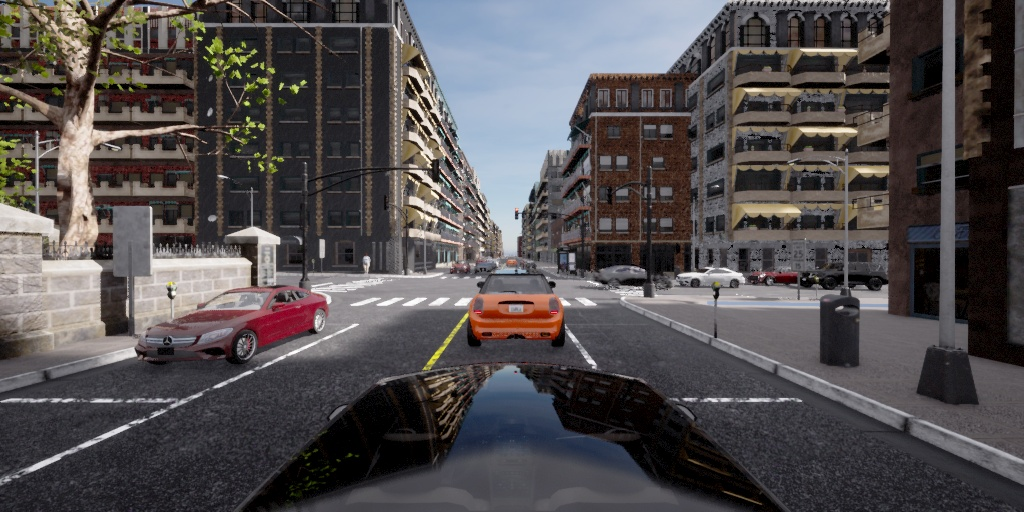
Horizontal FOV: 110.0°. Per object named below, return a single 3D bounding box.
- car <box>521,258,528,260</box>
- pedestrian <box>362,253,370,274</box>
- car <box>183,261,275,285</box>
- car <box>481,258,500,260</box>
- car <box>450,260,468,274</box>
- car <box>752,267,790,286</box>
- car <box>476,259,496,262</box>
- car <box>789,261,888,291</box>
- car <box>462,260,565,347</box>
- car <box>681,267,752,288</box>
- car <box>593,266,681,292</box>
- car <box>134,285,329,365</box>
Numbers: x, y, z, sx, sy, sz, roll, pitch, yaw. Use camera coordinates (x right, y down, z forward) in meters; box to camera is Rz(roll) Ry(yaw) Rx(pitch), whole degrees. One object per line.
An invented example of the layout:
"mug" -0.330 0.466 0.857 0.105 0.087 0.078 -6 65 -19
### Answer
"car" 2.605 1.298 51.692 2.007 1.370 4.403 0 0 0
"pedestrian" -12.764 0.651 31.386 0.375 1.860 0.375 0 -1 -1
"car" -17.684 1.035 22.586 4.181 1.385 1.994 1 0 -1
"car" -3.171 1.312 49.978 1.994 1.385 4.181 0 0 0
"car" -5.756 1.187 40.406 1.967 1.591 4.097 0 0 0
"car" 21.334 1.570 28.889 4.097 1.591 1.967 0 0 -1
"car" -3.160 1.312 41.004 1.994 1.385 4.181 0 0 0
"car" 24.216 1.417 26.364 5.566 2.045 2.150 1 0 -1
"car" 0.113 1.101 9.507 2.097 1.767 4.553 0 0 1
"car" 14.474 1.549 26.234 4.674 1.442 1.812 1 0 -2
"car" 7.664 1.392 22.936 4.902 1.511 2.128 2 0 -1
"car" -5.700 1.331 7.995 1.802 1.307 4.207 0 0 0
